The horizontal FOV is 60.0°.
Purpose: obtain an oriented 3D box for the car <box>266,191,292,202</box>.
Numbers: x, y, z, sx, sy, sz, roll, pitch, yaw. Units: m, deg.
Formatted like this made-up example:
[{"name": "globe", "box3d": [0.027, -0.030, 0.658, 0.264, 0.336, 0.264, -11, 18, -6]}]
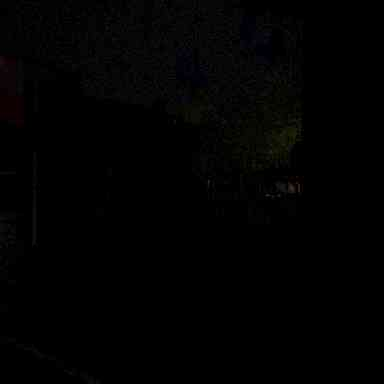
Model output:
[{"name": "car", "box3d": [10.934, 0.530, 41.700, 1.994, 1.385, 4.181, 1, 2, 36]}]
